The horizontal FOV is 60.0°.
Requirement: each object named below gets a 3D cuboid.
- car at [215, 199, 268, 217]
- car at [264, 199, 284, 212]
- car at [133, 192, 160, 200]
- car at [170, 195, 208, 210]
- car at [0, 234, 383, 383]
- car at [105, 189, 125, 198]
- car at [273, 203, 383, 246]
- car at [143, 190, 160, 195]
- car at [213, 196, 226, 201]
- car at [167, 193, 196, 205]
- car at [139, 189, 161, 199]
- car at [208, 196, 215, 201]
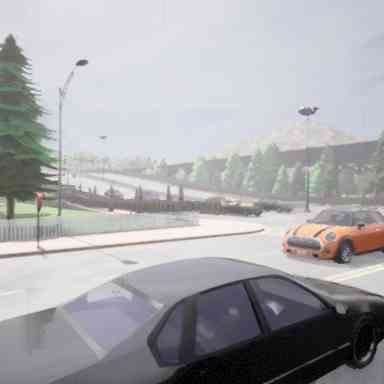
[{"bbox_3d":[4.681,1.663,32.212,1.895,1.301,4.718,0,0,-36],"label":"car"},{"bbox_3d":[9.263,1.568,37.820,2.128,1.511,4.902,0,0,-37],"label":"car"},{"bbox_3d":[-6.844,1.215,47.477,1.994,1.385,4.181,0,3,-37],"label":"car"},{"bbox_3d":[-0.826,1.515,39.527,2.128,1.511,4.902,0,1,-37],"label":"car"},{"bbox_3d":[0.343,1.554,3.992,5.357,1.411,2.033,0,0,-36],"label":"car"},{"bbox_3d":[-12.921,0.343,55.596,1.837,1.490,4.892,0,6,-37],"label":"car"},{"bbox_3d":[5.358,1.382,12.001,4.553,1.767,2.097,0,0,-35],"label":"car"},{"bbox_3d":[-6.766,0.917,53.196,1.994,1.385,4.181,0,4,-37],"label":"car"},{"bbox_3d":[4.987,1.541,37.661,1.882,1.535,5.008,0,0,-37],"label":"car"},{"bbox_3d":[-1.737,1.112,52.337,2.128,1.511,4.902,0,3,-37],"label":"car"},{"bbox_3d":[-7.625,0.408,60.221,1.895,1.301,4.718,0,6,-36],"label":"car"},{"bbox_3d":[3.784,1.363,45.033,2.097,1.767,4.553,0,1,-37],"label":"car"}]
